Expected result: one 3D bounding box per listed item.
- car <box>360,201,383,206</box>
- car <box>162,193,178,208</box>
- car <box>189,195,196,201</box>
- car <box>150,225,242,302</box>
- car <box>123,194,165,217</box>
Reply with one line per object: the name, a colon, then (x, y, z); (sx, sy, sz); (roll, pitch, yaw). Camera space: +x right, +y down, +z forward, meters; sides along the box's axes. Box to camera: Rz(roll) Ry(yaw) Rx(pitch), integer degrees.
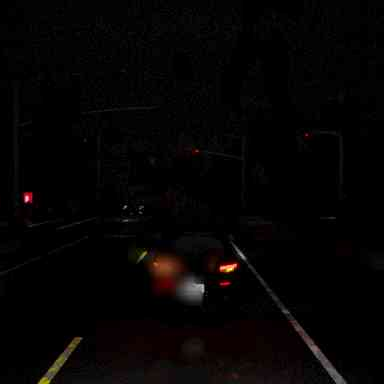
car: (15.574, 1.528, 28.695); (5.357, 1.411, 2.033); (0, 0, -6)
car: (-3.543, 1.223, 47.103); (2.150, 2.045, 5.566); (0, 0, 0)
car: (0.099, 1.525, 80.931); (2.128, 1.511, 4.902); (0, 0, 0)
car: (0.083, 1.526, 8.137); (1.812, 1.442, 4.674); (0, 0, 0)
car: (-4.617, 1.353, 31.089); (2.097, 1.767, 4.553); (0, 0, 17)
